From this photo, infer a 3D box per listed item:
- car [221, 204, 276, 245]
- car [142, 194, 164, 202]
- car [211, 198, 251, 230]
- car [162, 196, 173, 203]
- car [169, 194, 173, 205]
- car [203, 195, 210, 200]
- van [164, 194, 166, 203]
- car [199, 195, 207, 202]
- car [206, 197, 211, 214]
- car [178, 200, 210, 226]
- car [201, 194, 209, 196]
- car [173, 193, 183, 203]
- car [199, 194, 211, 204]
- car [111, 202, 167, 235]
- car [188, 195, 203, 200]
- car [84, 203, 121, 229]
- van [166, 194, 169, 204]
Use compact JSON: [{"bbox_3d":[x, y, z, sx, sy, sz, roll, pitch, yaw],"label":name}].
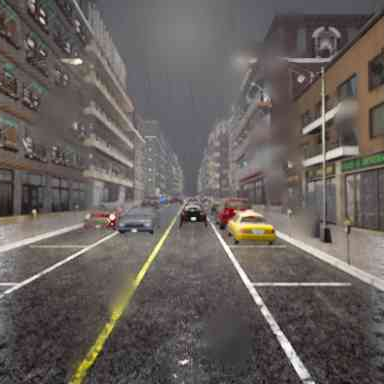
[{"bbox_3d":[2.589,1.512,15.311,1.752,1.417,4.829,2,0,0],"label":"car"},{"bbox_3d":[-5.285,1.291,43.468,2.192,1.841,5.009,2,0,0],"label":"car"},{"bbox_3d":[2.595,1.298,20.805,2.192,1.841,5.009,2,0,0],"label":"car"},{"bbox_3d":[-5.295,1.564,71.792,1.947,1.339,4.313,2,0,0],"label":"car"},{"bbox_3d":[-5.286,1.303,60.463,2.192,1.841,5.009,2,0,0],"label":"car"},{"bbox_3d":[2.587,1.502,43.633,1.752,1.417,4.829,2,0,0],"label":"car"},{"bbox_3d":[-5.286,1.321,49.132,1.690,1.788,3.998,2,0,0],"label":"van"},{"bbox_3d":[2.586,1.532,77.622,1.752,1.417,4.829,2,0,0],"label":"car"},{"bbox_3d":[2.587,1.527,32.133,2.008,1.369,4.403,2,0,0],"label":"car"},{"bbox_3d":[0.099,1.506,23.273,1.812,1.442,4.674,0,0,0],"label":"car"},{"bbox_3d":[2.586,1.538,60.457,2.008,1.369,4.403,2,0,0],"label":"car"},{"bbox_3d":[-2.785,1.209,60.637,2.150,2.045,5.566,0,0,1],"label":"car"},{"bbox_3d":[2.592,1.307,66.122,2.192,1.841,5.009,2,0,0],"label":"car"},{"bbox_3d":[-2.850,1.531,19.130,2.033,1.411,5.357,0,0,0],"label":"car"},{"bbox_3d":[0.100,1.432,41.201,1.801,1.575,5.366,0,0,0],"label":"car"},{"bbox_3d":[-5.288,1.423,20.811,1.967,1.590,4.097,2,0,0],"label":"car"},{"bbox_3d":[-5.287,1.325,54.797,1.690,1.788,3.998,2,0,0],"label":"van"}]
